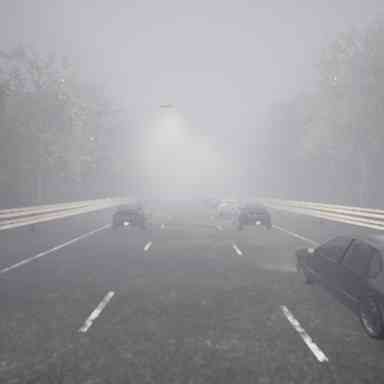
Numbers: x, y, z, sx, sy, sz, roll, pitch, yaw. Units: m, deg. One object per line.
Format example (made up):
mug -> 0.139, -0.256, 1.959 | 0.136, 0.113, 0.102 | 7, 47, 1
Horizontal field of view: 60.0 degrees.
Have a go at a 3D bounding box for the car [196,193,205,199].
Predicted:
car -> 2.092, 0.990, 85.356 | 2.033, 1.649, 4.856 | 0, 0, -2

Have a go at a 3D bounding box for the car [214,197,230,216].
car -> 3.325, 1.379, 30.185 | 1.812, 1.442, 4.674 | 0, 0, -1

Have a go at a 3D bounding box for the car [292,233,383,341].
car -> 3.584, 1.517, 6.385 | 2.033, 1.411, 5.357 | 0, 0, 0

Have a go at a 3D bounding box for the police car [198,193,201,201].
police car -> 2.723, 1.105, 63.400 | 1.930, 1.638, 5.238 | 0, 0, -1

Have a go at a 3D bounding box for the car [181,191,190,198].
car -> -1.706, 0.669, 94.156 | 2.150, 2.045, 5.566 | 0, 0, -2

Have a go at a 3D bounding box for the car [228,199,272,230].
car -> 3.514, 1.407, 20.157 | 1.837, 1.490, 4.892 | 0, 0, 0

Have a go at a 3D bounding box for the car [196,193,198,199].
car -> 2.432, 1.168, 74.325 | 2.033, 1.411, 5.357 | 0, 0, -2

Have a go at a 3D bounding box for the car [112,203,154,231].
car -> -3.484, 1.410, 19.958 | 1.837, 1.490, 4.892 | 0, 0, 0

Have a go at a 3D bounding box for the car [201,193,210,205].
car -> 2.971, 1.243, 52.287 | 2.163, 1.488, 4.792 | 0, 0, -1

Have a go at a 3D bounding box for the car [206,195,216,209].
car -> 3.171, 1.397, 41.251 | 1.895, 1.301, 4.718 | 0, 0, -1
